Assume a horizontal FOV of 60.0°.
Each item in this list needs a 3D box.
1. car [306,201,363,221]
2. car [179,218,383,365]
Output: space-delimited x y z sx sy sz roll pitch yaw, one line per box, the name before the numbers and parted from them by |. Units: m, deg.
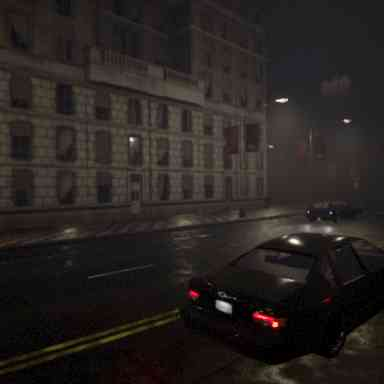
car | 9.450 1.312 22.007 4.718 1.301 1.895 -1 1 -43
car | 2.284 1.460 5.890 5.357 1.411 2.033 -1 1 -41
